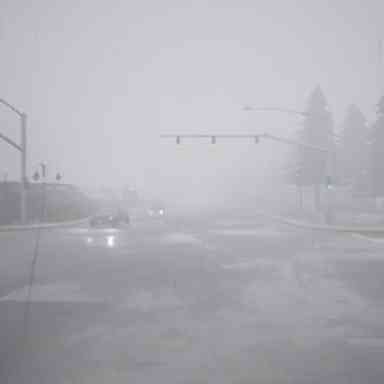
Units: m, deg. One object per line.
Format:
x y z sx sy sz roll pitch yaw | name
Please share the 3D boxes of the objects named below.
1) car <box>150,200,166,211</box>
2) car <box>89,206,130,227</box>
-5.105 2.022 50.500 1.837 1.490 4.892 0 -1 2 | car
-6.056 1.790 25.074 1.812 1.442 4.674 0 -1 6 | car
